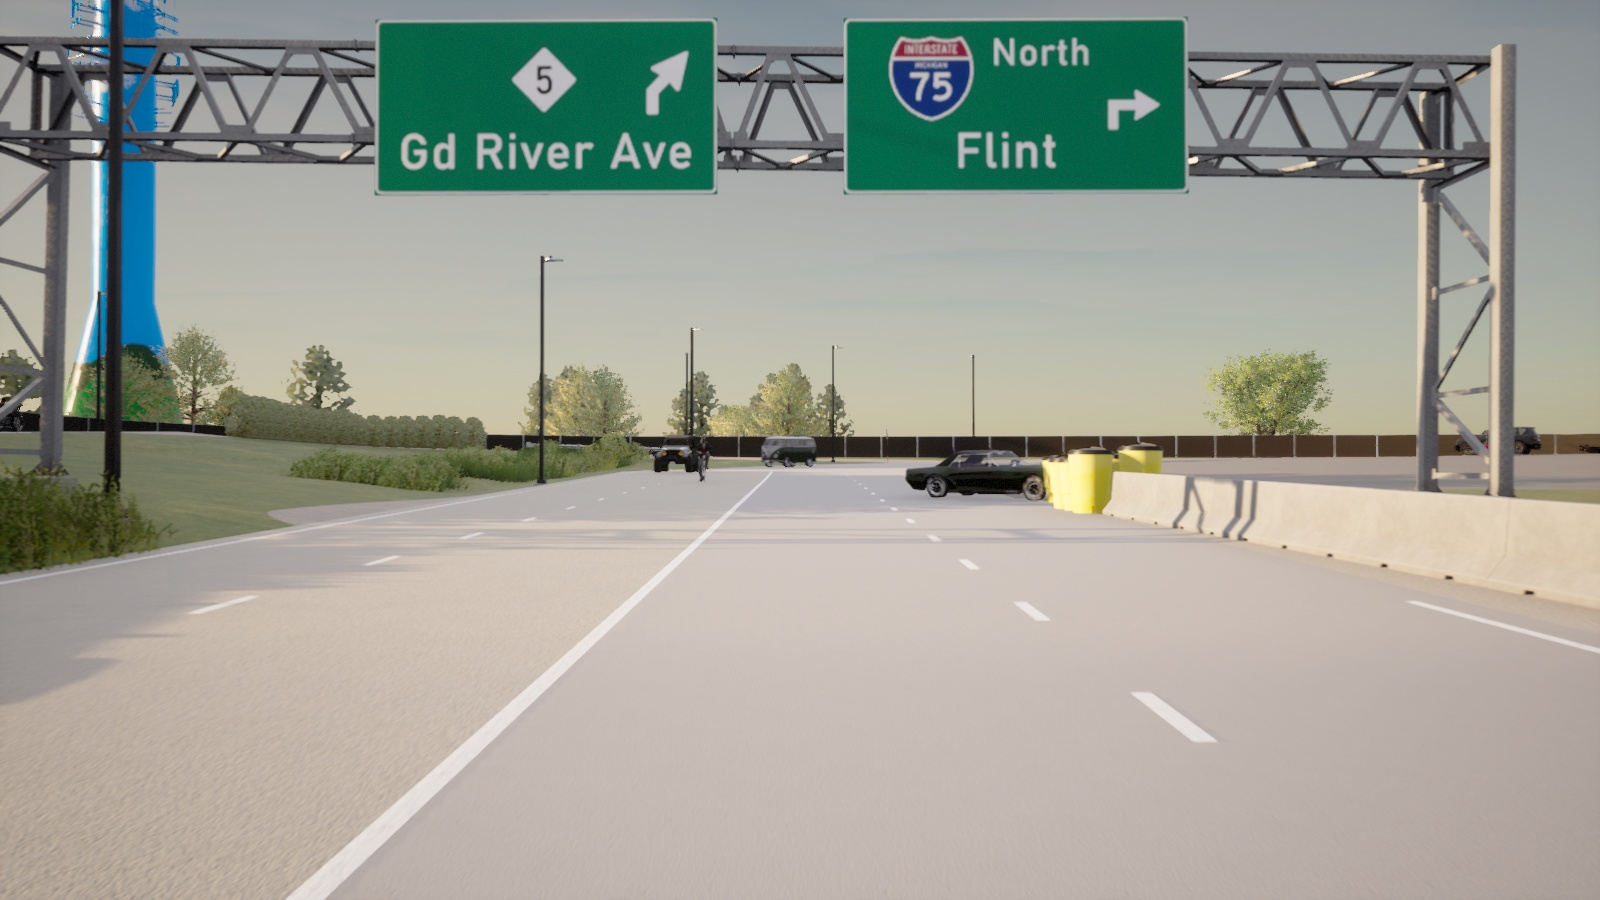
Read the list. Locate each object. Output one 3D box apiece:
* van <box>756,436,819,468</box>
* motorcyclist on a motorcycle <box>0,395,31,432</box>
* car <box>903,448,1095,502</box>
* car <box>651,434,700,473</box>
[{"bbox_3d":[-0.773,0.138,80.715,1.775,1.987,4.442,-1,0,35],"label":"van"},{"bbox_3d":[-36.352,-1.664,57.634,0.766,1.649,2.350,0,1,-2],"label":"motorcyclist on a motorcycle"},{"bbox_3d":[5.277,0.661,33.624,4.718,1.301,1.895,-1,1,38],"label":"car"},{"bbox_3d":[-6.156,0.169,62.598,1.905,1.878,3.866,0,0,2],"label":"car"}]
